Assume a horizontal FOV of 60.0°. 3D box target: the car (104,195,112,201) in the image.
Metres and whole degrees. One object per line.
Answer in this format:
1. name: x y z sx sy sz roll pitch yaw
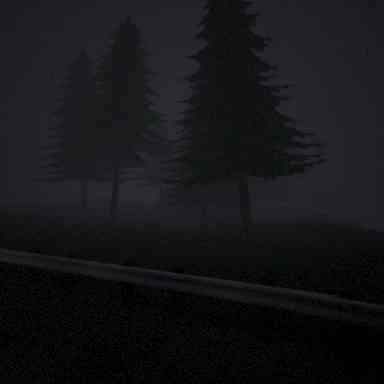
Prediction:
1. car: -22.216 1.510 88.090 1.837 1.490 4.892 0 0 -10

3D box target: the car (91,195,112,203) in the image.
1. car: -18.191 1.485 67.913 1.882 1.535 5.008 0 0 5

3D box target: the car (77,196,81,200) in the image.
1. car: -29.488 1.606 89.490 1.895 1.301 4.718 0 0 -10

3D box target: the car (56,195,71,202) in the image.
1. car: -28.349 1.510 73.318 1.837 1.490 4.892 0 0 2

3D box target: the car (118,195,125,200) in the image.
1. car: -18.442 1.549 86.578 2.033 1.411 5.357 0 0 -10

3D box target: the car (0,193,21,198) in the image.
1. car: -38.989 1.236 71.211 2.150 2.045 5.566 0 0 5
